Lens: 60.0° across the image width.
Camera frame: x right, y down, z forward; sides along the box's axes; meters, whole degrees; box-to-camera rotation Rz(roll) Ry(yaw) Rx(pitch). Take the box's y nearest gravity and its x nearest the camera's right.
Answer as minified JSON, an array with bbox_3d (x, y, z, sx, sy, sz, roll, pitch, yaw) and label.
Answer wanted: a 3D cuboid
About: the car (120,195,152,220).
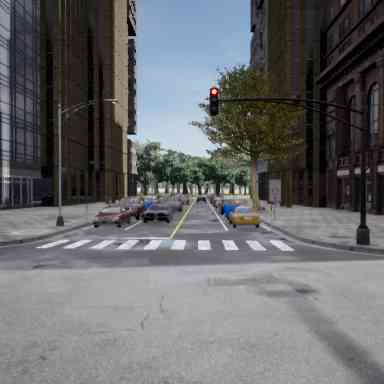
[{"bbox_3d":[-5.010,1.289,27.614,2.192,1.841,5.009,-1,0,2],"label":"car"}]

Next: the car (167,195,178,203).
[{"bbox_3d":[-3.969,1.424,67.358,1.887,1.381,4.507,0,0,2],"label":"car"}]

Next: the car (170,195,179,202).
[{"bbox_3d":[-3.820,1.445,73.036,1.802,1.307,4.206,0,0,2],"label":"car"}]

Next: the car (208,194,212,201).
[{"bbox_3d":[4.257,1.461,55.786,2.008,1.369,4.403,-1,0,2],"label":"car"}]

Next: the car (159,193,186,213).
[{"bbox_3d":[-2.091,1.310,36.841,2.097,1.767,4.553,0,0,2],"label":"car"}]

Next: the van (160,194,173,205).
[{"bbox_3d":[-4.267,1.251,56.003,1.690,1.788,3.998,0,0,2],"label":"van"}]

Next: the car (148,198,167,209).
[{"bbox_3d":[-4.562,1.491,44.648,2.008,1.369,4.403,-1,0,2],"label":"car"}]

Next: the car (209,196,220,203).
[{"bbox_3d":[4.553,1.430,67.141,2.008,1.369,4.403,-1,0,2],"label":"car"}]

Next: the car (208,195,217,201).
[{"bbox_3d":[4.850,1.428,78.495,1.802,1.307,4.206,0,0,2],"label":"car"}]

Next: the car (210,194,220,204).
[{"bbox_3d":[4.109,1.471,50.109,1.887,1.381,4.507,-1,0,2],"label":"car"}]

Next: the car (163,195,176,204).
[{"bbox_3d":[-4.118,1.335,61.680,1.967,1.590,4.097,0,0,2],"label":"car"}]

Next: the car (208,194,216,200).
[{"bbox_3d":[5.002,1.354,84.342,1.752,1.417,4.829,0,0,2],"label":"car"}]

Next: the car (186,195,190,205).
[{"bbox_3d":[-1.486,1.273,56.328,2.097,1.767,4.553,0,0,1],"label":"car"}]

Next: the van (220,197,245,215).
[{"bbox_3d":[3.513,1.316,27.400,1.690,1.788,3.998,-1,0,2],"label":"van"}]

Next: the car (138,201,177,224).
[{"bbox_3d":[-2.413,1.580,24.635,1.895,1.301,4.718,0,0,1],"label":"car"}]

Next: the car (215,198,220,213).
[{"bbox_3d":[3.664,1.531,33.077,1.947,1.339,4.313,-1,0,2],"label":"car"}]

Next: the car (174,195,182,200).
[{"bbox_3d":[-3.524,1.374,84.391,1.887,1.381,4.507,0,0,2],"label":"car"}]

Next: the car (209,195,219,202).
[{"bbox_3d":[4.702,1.414,72.817,2.008,1.369,4.403,0,0,2],"label":"car"}]

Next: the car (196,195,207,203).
[{"bbox_3d":[1.864,1.388,65.866,1.837,1.490,4.892,0,0,2],"label":"car"}]

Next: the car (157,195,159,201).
[{"bbox_3d":[-4.713,1.268,38.970,2.192,1.841,5.009,-1,0,2],"label":"car"}]

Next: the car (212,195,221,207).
[{"bbox_3d":[3.965,1.465,44.602,1.752,1.417,4.829,-1,0,2],"label":"car"}]

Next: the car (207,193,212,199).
[{"bbox_3d":[4.403,1.210,61.463,2.192,1.841,5.009,-1,0,2],"label":"car"}]

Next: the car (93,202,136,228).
[{"bbox_3d":[-5.155,1.565,21.936,1.802,1.307,4.206,-1,0,2],"label":"car"}]

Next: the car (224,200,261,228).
[{"bbox_3d":[3.371,1.508,21.892,1.752,1.417,4.829,-1,0,2],"label":"car"}]

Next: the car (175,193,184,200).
[{"bbox_3d":[-3.378,1.127,90.068,2.192,1.841,5.009,0,0,2],"label":"car"}]

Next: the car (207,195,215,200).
[{"bbox_3d":[5.147,1.378,89.849,1.947,1.339,4.313,0,0,2],"label":"car"}]

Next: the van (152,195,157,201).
[{"bbox_3d":[-4.861,1.306,33.292,1.690,1.788,3.998,-1,0,2],"label":"van"}]
